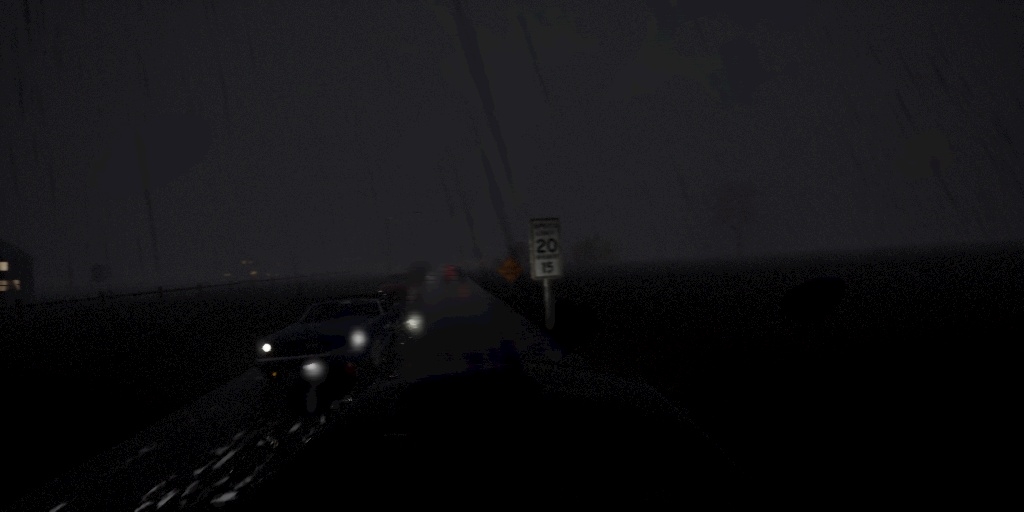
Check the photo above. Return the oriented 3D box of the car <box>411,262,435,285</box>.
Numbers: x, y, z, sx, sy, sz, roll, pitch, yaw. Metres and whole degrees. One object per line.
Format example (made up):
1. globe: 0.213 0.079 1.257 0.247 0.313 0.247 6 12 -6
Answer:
1. car: -8.453 1.610 33.608 2.150 2.045 5.566 -3 0 -10

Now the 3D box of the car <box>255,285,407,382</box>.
1. car: -3.736 1.594 8.178 1.895 1.301 4.718 -3 0 -10

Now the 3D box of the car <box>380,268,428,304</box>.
1. car: -5.732 1.638 18.918 1.882 1.535 5.008 -3 0 -10

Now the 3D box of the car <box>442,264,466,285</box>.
1. car: -5.210 1.688 32.223 2.128 1.511 4.902 -3 0 -11

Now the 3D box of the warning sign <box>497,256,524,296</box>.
1. warning sign: -0.013 0.940 17.275 1.300 1.860 1.060 0 0 -11
